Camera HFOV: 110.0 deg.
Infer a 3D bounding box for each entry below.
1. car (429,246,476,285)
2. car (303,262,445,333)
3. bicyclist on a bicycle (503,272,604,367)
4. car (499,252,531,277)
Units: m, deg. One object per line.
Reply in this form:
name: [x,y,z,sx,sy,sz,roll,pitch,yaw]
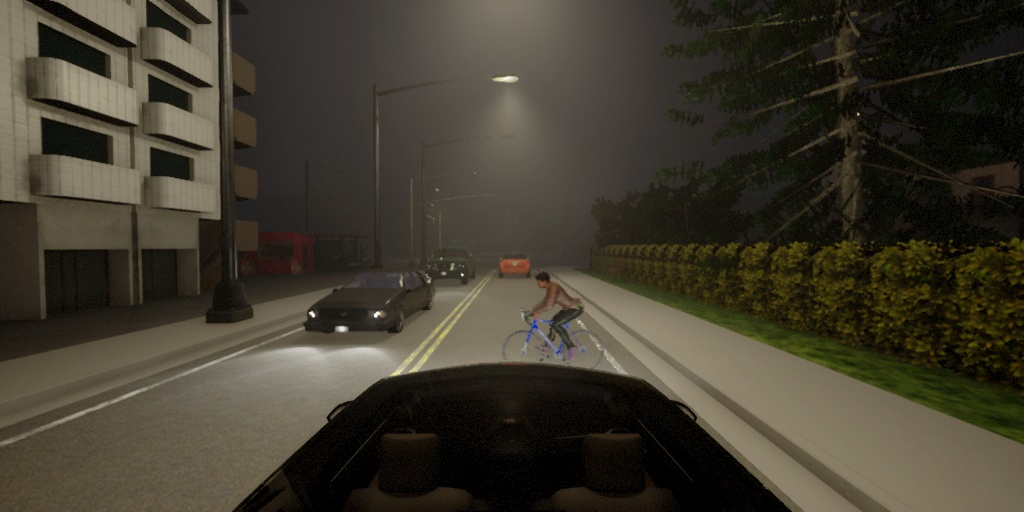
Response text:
car: [-3.422,0.461,21.005,2.150,2.045,5.566,0,2,1]
car: [-3.531,1.073,10.143,2.033,1.411,5.357,0,1,1]
bicyclist on a bicycle: [0.665,1.083,5.816,1.656,1.620,0.582,-1,2,0]
car: [0.191,0.486,25.096,2.097,1.767,4.553,0,2,0]
